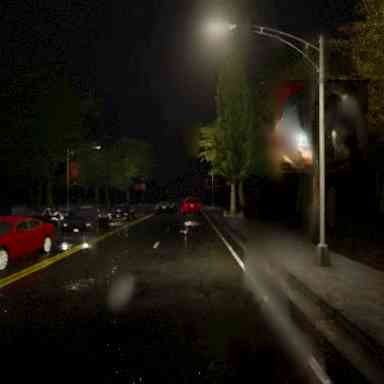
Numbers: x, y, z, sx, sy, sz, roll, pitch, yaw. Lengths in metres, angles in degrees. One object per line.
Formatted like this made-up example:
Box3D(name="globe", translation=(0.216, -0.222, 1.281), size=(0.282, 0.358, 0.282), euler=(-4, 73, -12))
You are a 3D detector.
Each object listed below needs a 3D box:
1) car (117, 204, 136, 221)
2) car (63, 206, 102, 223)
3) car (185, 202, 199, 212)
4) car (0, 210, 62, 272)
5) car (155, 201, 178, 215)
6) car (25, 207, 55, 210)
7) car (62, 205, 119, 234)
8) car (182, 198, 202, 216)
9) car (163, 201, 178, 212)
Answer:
Box3D(name="car", translation=(-6.491, 1.903, 31.584), size=(1.837, 1.490, 4.892), euler=(0, -1, 0))
Box3D(name="car", translation=(-9.741, 1.973, 29.955), size=(1.895, 1.301, 4.718), euler=(0, -1, 0))
Box3D(name="car", translation=(0.014, 2.252, 50.845), size=(2.033, 1.411, 5.357), euler=(0, -1, 0))
Box3D(name="car", translation=(-6.496, 1.598, 11.415), size=(1.882, 1.535, 5.008), euler=(0, -1, 0))
Box3D(name="car", translation=(-3.238, 1.892, 40.791), size=(2.097, 1.767, 4.553), euler=(0, -1, 0))
Box3D(name="car", translation=(-9.754, 1.733, 20.921), size=(2.128, 1.511, 4.902), euler=(0, -1, 0))
Box3D(name="car", translation=(-6.501, 1.797, 21.339), size=(2.033, 1.411, 5.357), euler=(0, -1, 0))
Box3D(name="car", translation=(0.012, 1.758, 40.461), size=(2.150, 2.045, 5.566), euler=(0, -1, 0))
Box3D(name="car", translation=(-3.236, 2.208, 50.858), size=(1.837, 1.490, 4.892), euler=(0, -1, 0))
